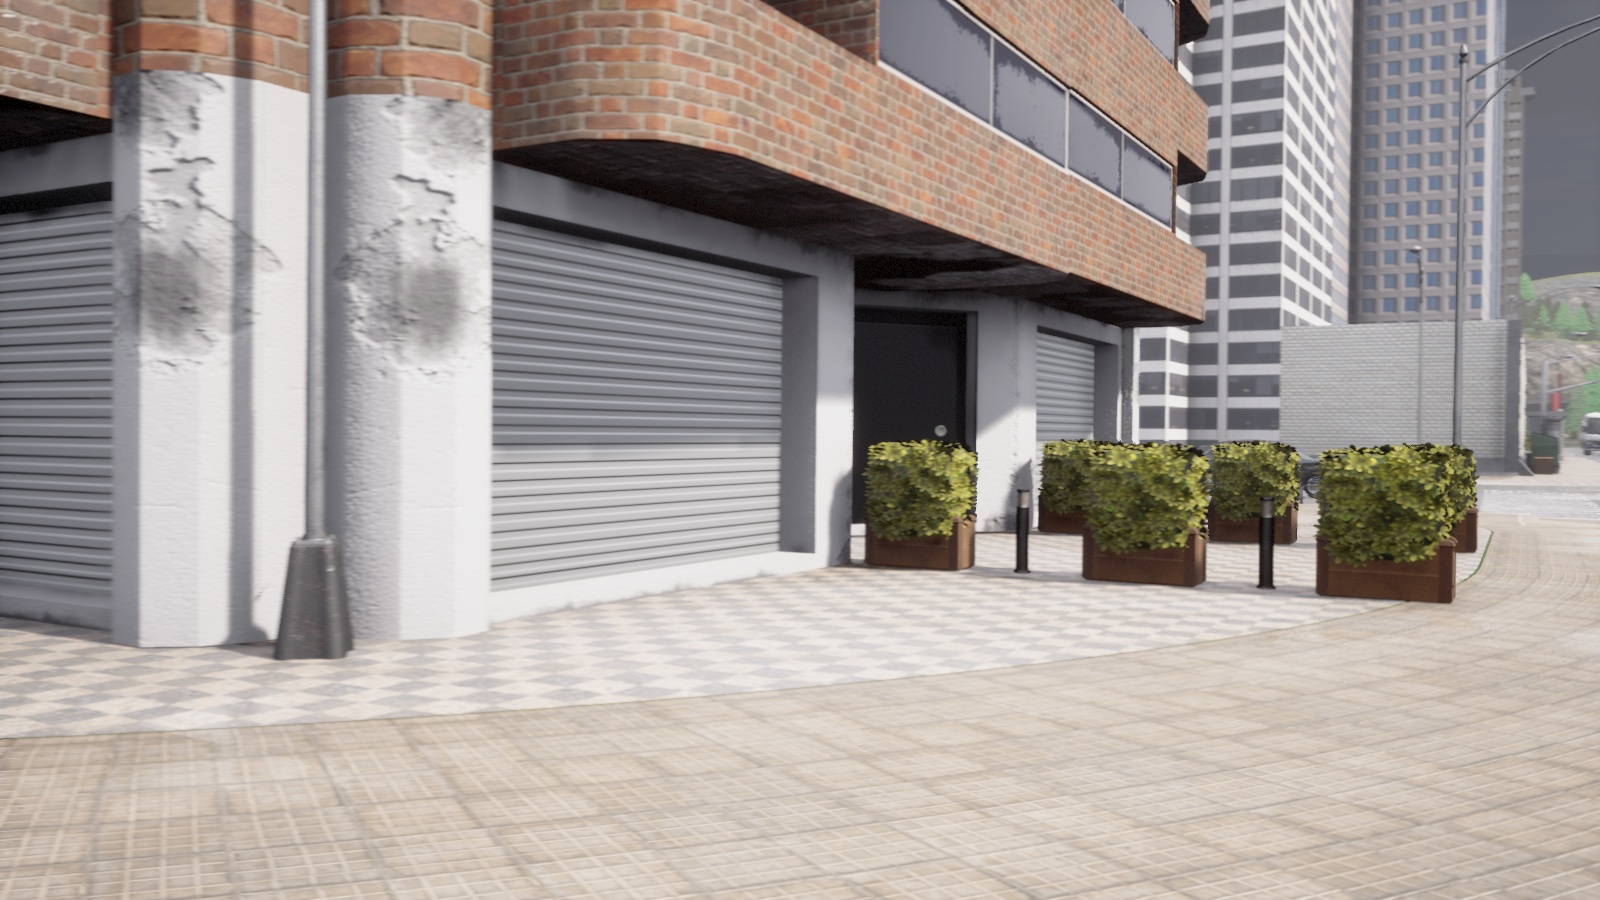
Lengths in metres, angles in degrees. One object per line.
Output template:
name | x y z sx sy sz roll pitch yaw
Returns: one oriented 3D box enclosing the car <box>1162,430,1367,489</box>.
car | 12.356 0.230 33.507 4.892 1.490 1.837 0 1 30
